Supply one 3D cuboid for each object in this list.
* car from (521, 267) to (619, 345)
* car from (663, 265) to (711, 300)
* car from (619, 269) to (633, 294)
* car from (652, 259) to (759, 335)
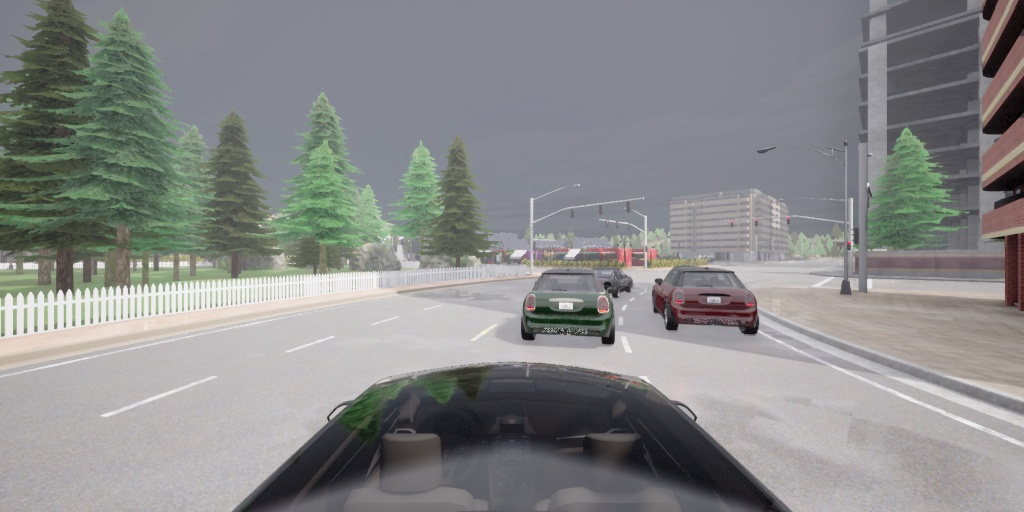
[{"bbox_3d":[1.634,1.102,9.842,2.097,1.767,4.553,0,0,13],"label":"car"},{"bbox_3d":[9.337,1.256,18.883,1.837,1.490,4.892,0,0,31],"label":"car"},{"bbox_3d":[4.907,1.298,18.586,2.033,1.411,5.357,0,0,29],"label":"car"},{"bbox_3d":[5.547,1.103,10.875,2.097,1.767,4.553,0,0,16],"label":"car"}]
